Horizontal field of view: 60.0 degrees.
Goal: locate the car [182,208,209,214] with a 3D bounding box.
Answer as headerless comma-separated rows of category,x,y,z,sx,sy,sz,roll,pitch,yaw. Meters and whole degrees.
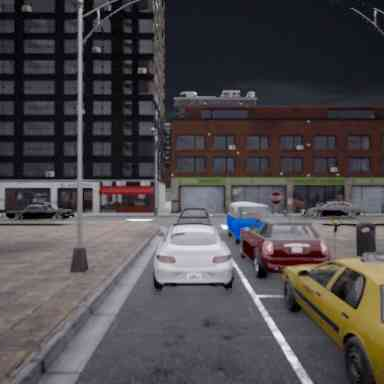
car,0.179,1.604,18.852,2.033,1.411,5.357,0,0,3

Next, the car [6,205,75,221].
car,-11.762,1.655,26.140,4.718,1.301,1.895,0,-1,0

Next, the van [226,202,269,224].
van,2.597,1.388,15.698,1.690,1.788,3.998,0,0,0

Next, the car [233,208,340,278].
car,2.612,1.470,10.223,1.967,1.590,4.097,0,0,0

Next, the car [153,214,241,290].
car,0.018,1.553,9.060,1.812,1.442,4.674,0,0,-1

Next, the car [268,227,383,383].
car,2.627,1.539,4.919,1.752,1.417,4.829,0,0,0

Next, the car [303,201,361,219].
car,12.160,1.564,29.122,4.902,1.511,2.128,0,-1,0
